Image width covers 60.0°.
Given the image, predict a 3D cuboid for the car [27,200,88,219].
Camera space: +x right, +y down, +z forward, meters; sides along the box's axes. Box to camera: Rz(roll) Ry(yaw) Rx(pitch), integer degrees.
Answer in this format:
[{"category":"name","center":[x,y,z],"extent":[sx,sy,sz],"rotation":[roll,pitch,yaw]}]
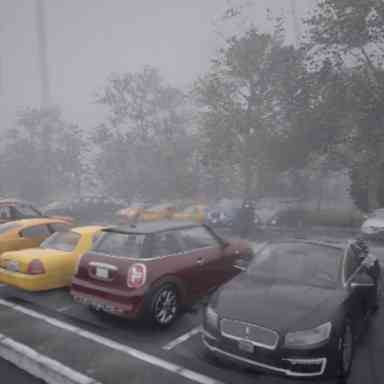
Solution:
[{"category":"car","center":[-13.098,1.624,32.721],"extent":[1.946,1.575,5.366],"rotation":[1,0,36]}]

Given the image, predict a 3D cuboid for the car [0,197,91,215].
[{"category":"car","center":[-6.955,1.362,12.395],"extent":[2.435,2.045,5.566],"rotation":[-1,0,36]}]

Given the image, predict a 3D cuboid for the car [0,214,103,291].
[{"category":"car","center":[-2.352,1.570,9.258],"extent":[1.946,1.575,5.366],"rotation":[-1,0,36]}]

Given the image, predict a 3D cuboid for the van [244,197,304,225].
[{"category":"van","center":[5.108,1.344,19.633],"extent":[1.878,1.987,4.442],"rotation":[-1,0,36]}]

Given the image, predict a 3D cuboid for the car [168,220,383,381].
[{"category":"car","center":[2.052,1.533,5.850],"extent":[2.231,1.521,4.892],"rotation":[-1,0,36]}]

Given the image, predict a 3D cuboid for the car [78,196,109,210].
[{"category":"car","center":[-8.453,1.402,29.624],"extent":[2.435,2.045,5.566],"rotation":[0,0,36]}]

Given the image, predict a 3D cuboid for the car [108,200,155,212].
[{"category":"car","center":[-3.930,1.522,26.355],"extent":[2.185,1.767,4.553],"rotation":[0,0,36]}]

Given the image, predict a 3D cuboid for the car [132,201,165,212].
[{"category":"car","center":[-1.694,1.632,24.692],"extent":[2.097,1.535,5.008],"rotation":[0,0,36]}]

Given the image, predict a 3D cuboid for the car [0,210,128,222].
[{"category":"car","center":[-4.719,1.593,10.735],"extent":[2.097,1.535,5.008],"rotation":[-1,0,36]}]

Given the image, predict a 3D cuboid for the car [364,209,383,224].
[{"category":"car","center":[9.691,1.569,16.463],"extent":[2.002,1.452,4.674],"rotation":[-1,0,36]}]

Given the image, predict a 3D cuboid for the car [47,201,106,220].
[{"category":"car","center":[-10.726,1.645,31.240],"extent":[2.097,1.535,5.008],"rotation":[0,0,36]}]

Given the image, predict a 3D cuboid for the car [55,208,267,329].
[{"category":"car","center":[-0.327,1.428,7.525],"extent":[2.185,1.767,4.553],"rotation":[-1,0,36]}]

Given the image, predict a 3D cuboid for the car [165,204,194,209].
[{"category":"car","center":[0.773,1.608,23.141],"extent":[1.946,1.575,5.366],"rotation":[-1,0,36]}]

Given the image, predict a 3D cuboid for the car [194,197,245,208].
[{"category":"car","center":[2.903,1.339,21.337],"extent":[2.435,2.045,5.566],"rotation":[-1,0,36]}]
